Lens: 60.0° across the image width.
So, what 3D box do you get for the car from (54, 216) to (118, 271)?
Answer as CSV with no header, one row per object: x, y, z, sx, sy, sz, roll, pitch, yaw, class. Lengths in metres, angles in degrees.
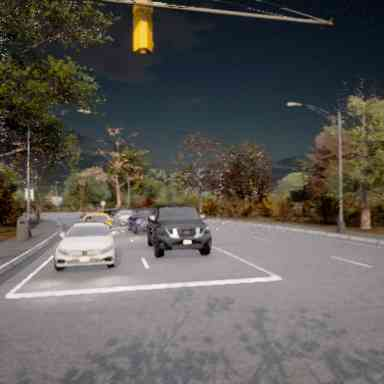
-3.777,1.848,12.380,1.812,1.442,4.674,0,-2,-13,car

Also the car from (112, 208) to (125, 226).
-6.651,2.596,33.690,1.812,1.442,4.674,0,-2,-22,car

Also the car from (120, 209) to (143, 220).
-8.613,3.103,46.953,1.812,1.442,4.674,0,-2,-27,car

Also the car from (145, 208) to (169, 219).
-5.041,3.038,47.682,1.837,1.490,4.892,0,-2,-27,car

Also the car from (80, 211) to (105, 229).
-9.364,2.527,31.042,1.837,1.490,4.892,0,-2,-21,car

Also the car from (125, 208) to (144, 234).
-3.344,2.025,24.150,2.097,1.767,4.553,0,-2,-17,car

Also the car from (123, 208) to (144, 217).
-10.028,3.444,56.716,1.837,1.490,4.892,0,-2,-31,car

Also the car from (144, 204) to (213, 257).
-0.744,1.574,14.940,2.150,2.045,5.566,0,-2,-12,car

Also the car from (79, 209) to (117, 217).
-6.139,2.102,21.420,1.882,1.535,5.008,0,-2,-17,car
